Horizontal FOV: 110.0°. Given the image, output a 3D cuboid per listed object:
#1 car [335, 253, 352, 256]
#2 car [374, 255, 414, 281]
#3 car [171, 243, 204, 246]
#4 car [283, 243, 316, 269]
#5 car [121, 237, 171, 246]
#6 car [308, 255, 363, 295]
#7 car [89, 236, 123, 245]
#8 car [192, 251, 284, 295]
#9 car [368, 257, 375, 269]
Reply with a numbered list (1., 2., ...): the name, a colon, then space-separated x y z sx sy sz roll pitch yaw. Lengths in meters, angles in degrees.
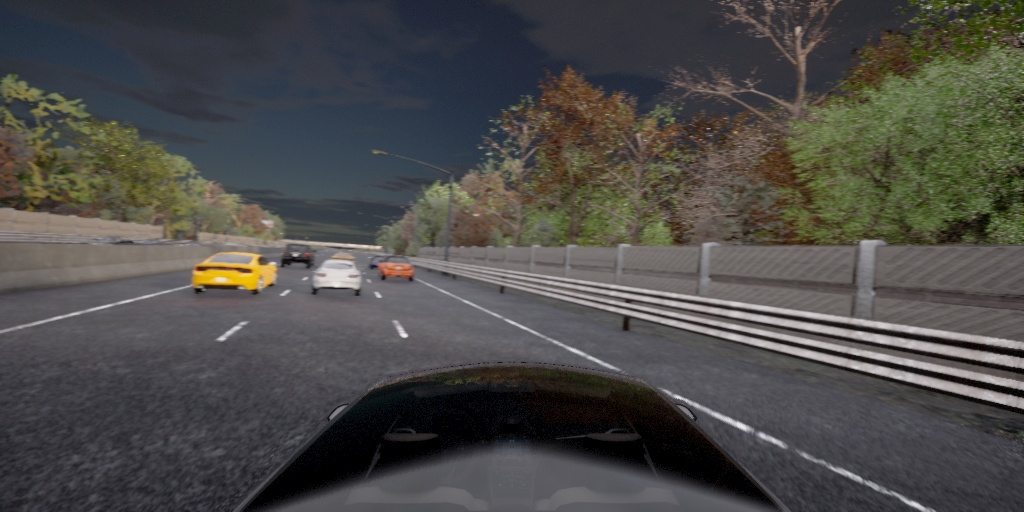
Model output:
1. car: -15.864 0.438 33.738 1.882 1.535 5.008 4 -1 -25
2. car: -8.431 0.751 25.865 2.097 1.767 4.553 4 -1 -24
3. car: -33.088 -0.641 37.368 1.994 1.385 4.181 4 -1 -24
4. car: -18.633 -0.039 31.443 2.150 2.045 5.566 4 -1 -25
5. car: -36.494 -0.907 36.427 2.033 1.411 5.357 4 -1 -24
6. car: -7.825 0.869 16.181 1.812 1.442 4.674 4 -1 -25
7. car: -40.178 -1.225 36.117 2.128 1.511 4.902 4 -1 -24
8. car: -10.817 0.591 14.339 1.882 1.535 5.008 4 -1 -25
9. car: -14.254 0.691 38.537 1.994 1.385 4.181 4 -1 -24
